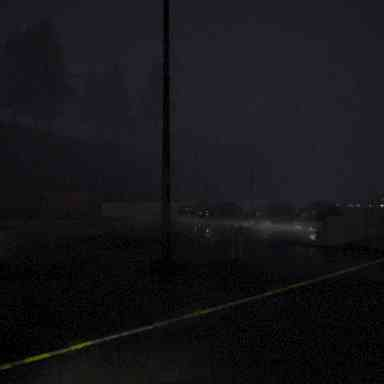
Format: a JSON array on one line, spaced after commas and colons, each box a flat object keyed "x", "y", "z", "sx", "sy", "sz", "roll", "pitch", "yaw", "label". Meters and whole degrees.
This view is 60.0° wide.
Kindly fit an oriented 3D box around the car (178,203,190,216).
[{"x": 0.825, "y": 1.496, "z": 32.044, "sx": 5.008, "sy": 1.535, "sz": 1.882, "roll": 0, "pitch": 0, "yaw": -43, "label": "car"}]

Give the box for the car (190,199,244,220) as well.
[{"x": 2.457, "y": 1.523, "z": 28.795, "sx": 4.892, "sy": 1.490, "sz": 1.837, "roll": 1, "pitch": 0, "yaw": -43, "label": "car"}]

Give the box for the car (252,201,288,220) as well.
[{"x": 7.068, "y": 1.507, "z": 28.306, "sx": 4.902, "sy": 1.511, "sz": 2.128, "roll": 0, "pitch": 0, "yaw": -44, "label": "car"}]

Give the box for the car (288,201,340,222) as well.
[{"x": 10.058, "y": 1.505, "z": 26.331, "sx": 4.902, "sy": 1.511, "sz": 2.128, "roll": 0, "pitch": 0, "yaw": -44, "label": "car"}]
